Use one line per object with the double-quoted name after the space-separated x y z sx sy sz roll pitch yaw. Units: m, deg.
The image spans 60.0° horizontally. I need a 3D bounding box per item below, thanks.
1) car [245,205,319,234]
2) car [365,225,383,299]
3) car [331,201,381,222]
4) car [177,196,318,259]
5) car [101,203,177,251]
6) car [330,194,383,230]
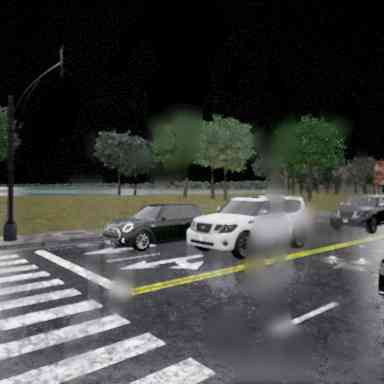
5.431 1.531 19.671 4.718 1.301 1.895 0 0 -41 "car"
5.528 1.488 6.787 4.902 1.511 2.128 0 0 -41 "car"
12.914 1.459 26.052 4.674 1.442 1.812 0 0 -40 "car"
2.389 1.173 12.782 5.566 2.045 2.150 0 0 -41 "car"
-1.398 1.280 13.823 4.553 1.767 2.097 0 0 -41 "car"
10.269 1.175 19.523 5.566 2.045 2.150 0 0 -41 "car"
